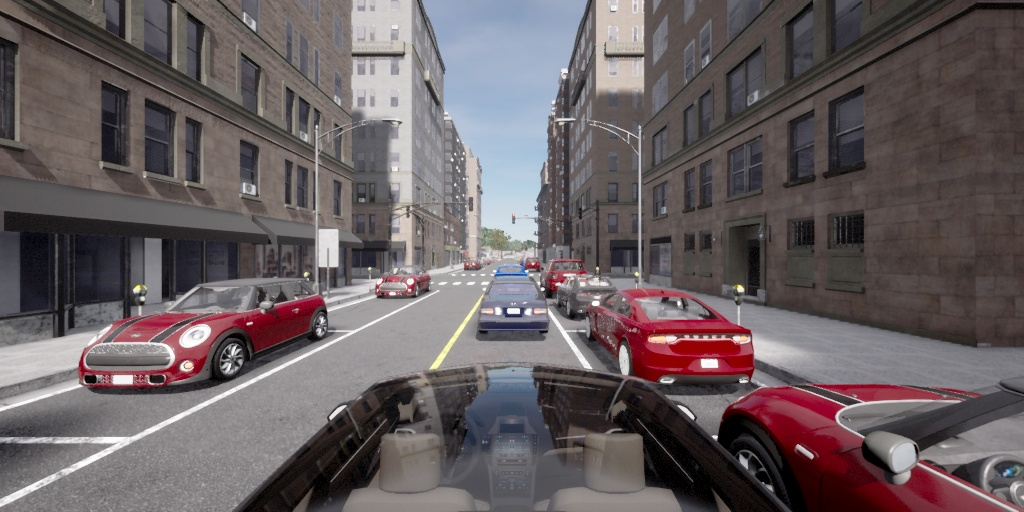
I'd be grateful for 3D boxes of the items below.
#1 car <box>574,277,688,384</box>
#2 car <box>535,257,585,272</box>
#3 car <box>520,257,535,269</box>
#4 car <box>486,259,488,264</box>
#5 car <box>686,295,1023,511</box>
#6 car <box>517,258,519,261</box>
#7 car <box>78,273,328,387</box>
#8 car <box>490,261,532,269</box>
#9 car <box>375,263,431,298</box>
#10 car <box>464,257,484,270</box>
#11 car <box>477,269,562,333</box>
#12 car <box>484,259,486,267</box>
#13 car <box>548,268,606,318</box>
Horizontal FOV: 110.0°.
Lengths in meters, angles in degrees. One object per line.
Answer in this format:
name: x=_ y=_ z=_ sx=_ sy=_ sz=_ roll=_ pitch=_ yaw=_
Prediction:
car: x=2.619 y=1.295 z=6.998 sx=1.888 sy=1.381 sz=4.507 roll=0 pitch=0 yaw=0
car: x=2.575 y=1.064 z=18.362 sx=2.192 sy=1.841 sz=5.009 roll=0 pitch=0 yaw=0
car: x=2.531 y=1.061 z=45.418 sx=2.192 sy=1.841 sz=5.009 roll=0 pitch=0 yaw=0
car: x=-5.648 y=1.295 z=61.897 sx=2.007 sy=1.370 sz=4.403 roll=0 pitch=0 yaw=0
car: x=2.642 y=1.190 z=1.316 sx=1.967 sy=1.591 sz=4.097 roll=0 pitch=0 yaw=0
car: x=2.453 y=1.059 z=61.930 sx=2.192 sy=1.841 sz=5.009 roll=0 pitch=0 yaw=0
car: x=-5.406 y=1.190 z=6.966 sx=1.967 sy=1.591 sz=4.097 roll=0 pitch=0 yaw=0
car: x=-0.071 y=1.227 z=20.472 sx=1.882 sy=1.535 sz=5.008 roll=0 pitch=0 yaw=0
car: x=-5.450 y=1.189 z=18.330 sx=1.967 sy=1.591 sz=4.097 roll=0 pitch=0 yaw=0
car: x=-5.610 y=1.061 z=50.889 sx=2.192 sy=1.841 sz=5.009 roll=0 pitch=0 yaw=0
car: x=0.044 y=1.297 z=10.653 sx=2.033 sy=1.411 sz=5.357 roll=0 pitch=0 yaw=0
car: x=-5.629 y=1.311 z=56.393 sx=1.948 sy=1.339 sz=4.313 roll=0 pitch=0 yaw=0
car: x=2.597 y=1.300 z=12.680 sx=2.007 sy=1.370 sz=4.403 roll=0 pitch=0 yaw=0
